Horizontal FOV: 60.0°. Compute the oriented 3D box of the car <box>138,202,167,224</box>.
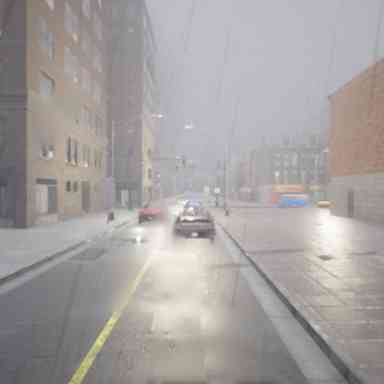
[{"bbox_3d":[-2.756,1.475,24.646,1.882,1.535,5.008,0,0,0],"label":"car"}]

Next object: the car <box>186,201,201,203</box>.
[{"bbox_3d":[0.101,1.490,29.159,1.812,1.442,4.674,0,0,1],"label":"car"}]

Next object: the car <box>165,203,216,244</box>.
[{"bbox_3d":[0.096,1.473,15.607,2.128,1.511,4.902,0,0,0],"label":"car"}]

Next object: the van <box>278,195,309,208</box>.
[{"bbox_3d":[13.731,1.282,44.959,3.998,1.788,1.690,0,0,0],"label":"van"}]

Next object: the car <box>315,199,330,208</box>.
[{"bbox_3d":[19.173,1.463,44.951,4.829,1.417,1.752,0,0,0],"label":"car"}]
